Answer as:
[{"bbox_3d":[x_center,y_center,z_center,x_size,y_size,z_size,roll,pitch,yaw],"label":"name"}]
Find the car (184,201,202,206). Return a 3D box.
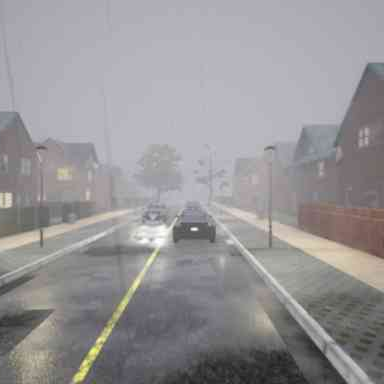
[{"bbox_3d":[0.105,1.666,34.691,2.033,1.411,5.357,0,0,0],"label":"car"}]

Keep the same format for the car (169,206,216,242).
[{"bbox_3d":[0.101,1.597,16.451,1.994,1.385,4.181,0,0,0],"label":"car"}]

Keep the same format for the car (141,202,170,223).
[{"bbox_3d":[-2.754,1.565,26.035,2.128,1.511,4.902,0,0,0],"label":"car"}]
